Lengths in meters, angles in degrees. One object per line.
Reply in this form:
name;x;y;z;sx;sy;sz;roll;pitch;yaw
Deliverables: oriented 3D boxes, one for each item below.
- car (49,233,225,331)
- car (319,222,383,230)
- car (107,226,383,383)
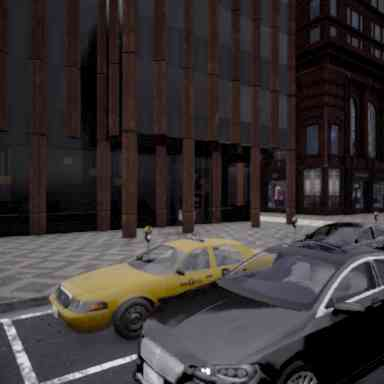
car;-0.154;1.538;6.539;4.829;1.417;1.752;0;0;-35
car;4.574;1.600;9.910;4.313;1.339;1.947;0;0;-35
car;1.632;1.505;4.541;4.902;1.511;2.128;0;0;-35
